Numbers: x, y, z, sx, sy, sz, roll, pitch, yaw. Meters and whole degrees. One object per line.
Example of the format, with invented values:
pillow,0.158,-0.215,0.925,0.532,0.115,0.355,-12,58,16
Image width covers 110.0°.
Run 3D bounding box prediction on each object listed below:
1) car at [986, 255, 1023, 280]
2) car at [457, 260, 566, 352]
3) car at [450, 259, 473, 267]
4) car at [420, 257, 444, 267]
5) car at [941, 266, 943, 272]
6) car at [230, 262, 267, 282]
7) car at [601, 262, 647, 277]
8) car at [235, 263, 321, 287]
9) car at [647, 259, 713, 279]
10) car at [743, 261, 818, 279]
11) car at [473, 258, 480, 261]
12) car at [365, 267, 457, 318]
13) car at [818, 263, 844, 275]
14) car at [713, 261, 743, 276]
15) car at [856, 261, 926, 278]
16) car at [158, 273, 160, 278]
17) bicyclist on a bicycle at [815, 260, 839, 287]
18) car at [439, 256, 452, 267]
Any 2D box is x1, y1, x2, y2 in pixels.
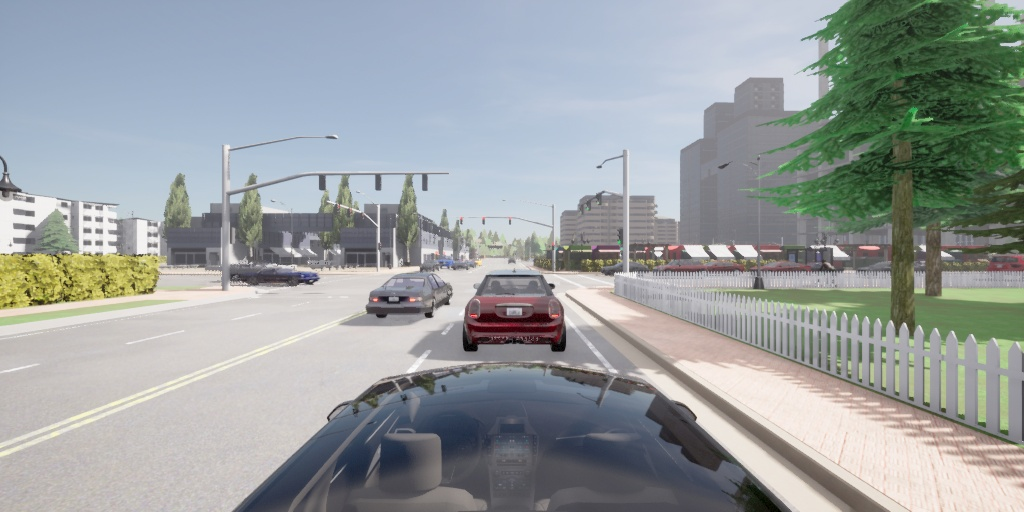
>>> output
car,42.565,0.971,29.349,5.566,2.045,2.150,0,0,0
car,0.063,1.102,9.089,2.097,1.767,4.553,0,0,0
car,-7.107,1.314,51.095,1.994,1.385,4.181,0,0,0
car,-10.608,1.255,46.518,1.837,1.490,4.892,0,0,0
car,40.674,1.241,36.454,4.902,1.511,2.128,0,0,-1
car,-19.560,1.241,27.962,4.902,1.511,2.128,0,0,-2
car,11.226,1.276,35.726,4.674,1.442,1.812,0,0,-1
car,-15.451,1.351,24.030,4.718,1.301,1.895,0,0,8
car,15.075,1.102,32.339,4.553,1.767,2.097,0,0,-1
car,24.288,1.228,32.571,5.008,1.535,1.882,0,0,-1
car,-7.092,1.297,60.338,2.033,1.411,5.357,0,0,0
car,-3.420,1.297,12.924,2.033,1.411,5.357,0,0,0
car,30.449,1.351,36.227,4.718,1.301,1.895,0,0,-1
car,20.551,1.227,35.981,5.008,1.535,1.882,0,0,-1
car,34.349,1.255,32.816,4.892,1.490,1.837,0,0,-1
car,-27.244,0.969,24.160,5.566,2.045,2.150,0,0,-1
bicyclist on a bicycle,18.789,1.052,21.448,0.582,1.620,1.656,0,0,-1
car,-10.601,0.971,56.380,2.150,2.045,5.566,0,0,0
